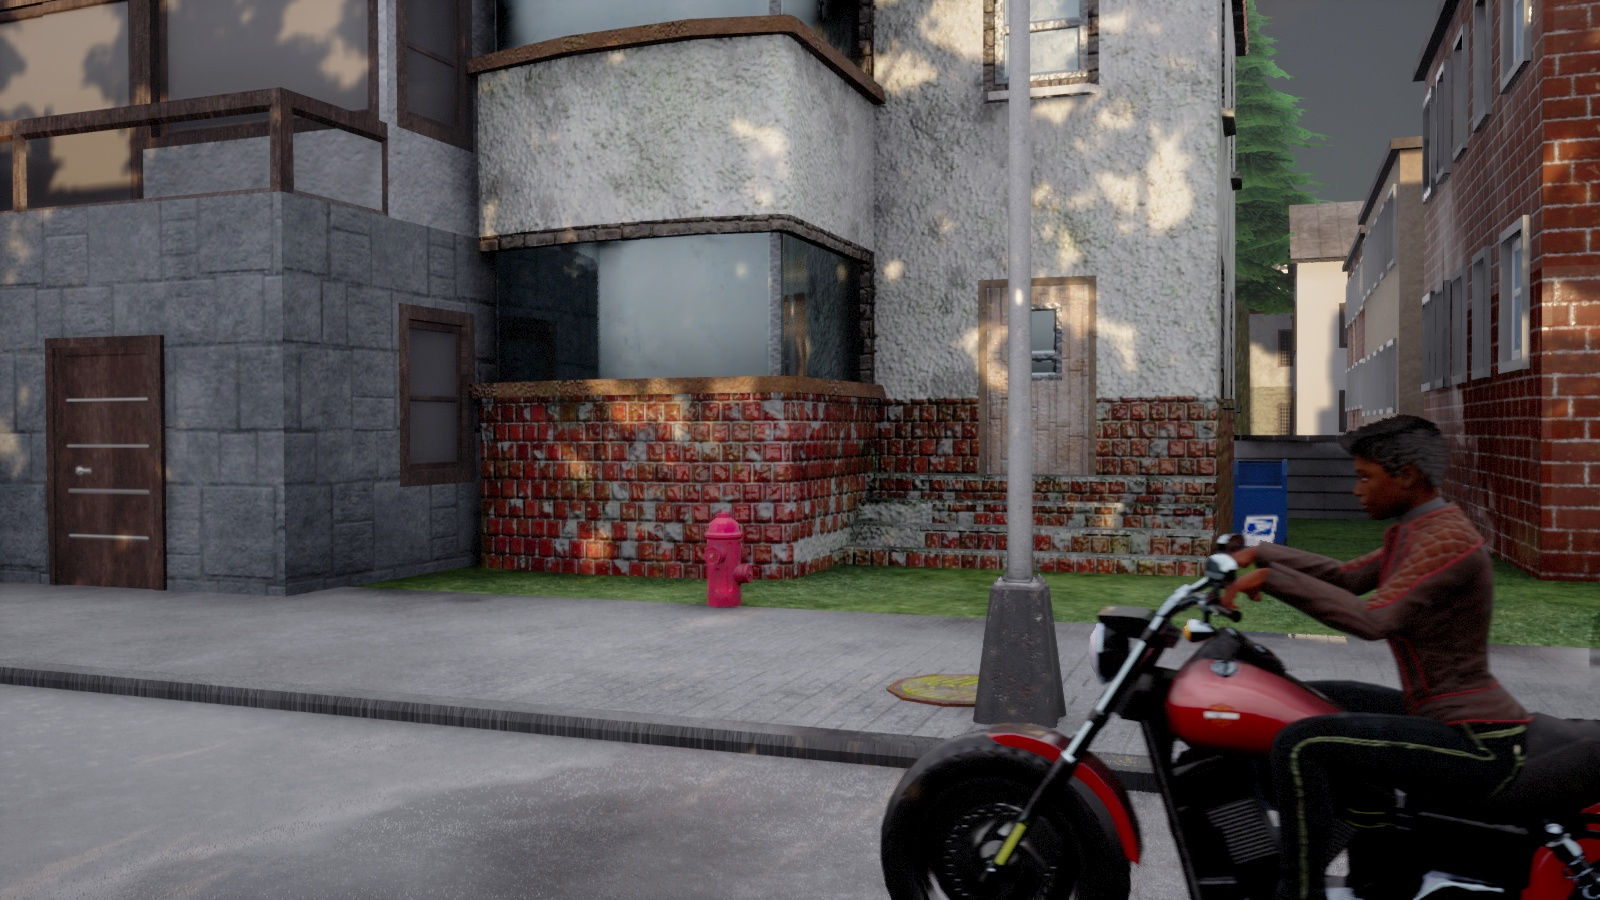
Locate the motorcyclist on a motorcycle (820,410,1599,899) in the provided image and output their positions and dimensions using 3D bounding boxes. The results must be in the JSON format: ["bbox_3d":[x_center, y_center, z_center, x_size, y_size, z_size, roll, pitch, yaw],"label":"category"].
[{"bbox_3d":[1.285,0.729,3.299,2.350,1.649,0.766,0,1,22],"label":"motorcyclist on a motorcycle"}]
